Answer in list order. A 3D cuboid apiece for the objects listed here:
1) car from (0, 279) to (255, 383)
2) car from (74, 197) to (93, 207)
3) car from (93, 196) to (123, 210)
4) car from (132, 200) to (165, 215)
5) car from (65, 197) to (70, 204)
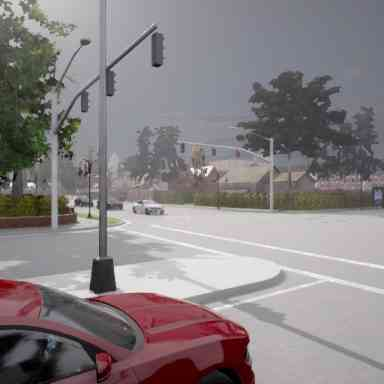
[{"bbox_3d":[-1.680,1.478,2.570,5.008,1.535,1.882,0,0,-35],"label":"car"},{"bbox_3d":[-16.601,1.505,50.950,1.837,1.490,4.892,0,0,-36],"label":"car"},{"bbox_3d":[-10.537,1.352,42.572,2.097,1.767,4.553,0,0,-36],"label":"car"},{"bbox_3d":[-4.618,1.526,34.389,1.812,1.442,4.674,0,0,-35],"label":"car"},{"bbox_3d":[-23.950,1.563,61.183,1.994,1.385,4.181,0,0,-35],"label":"car"}]
